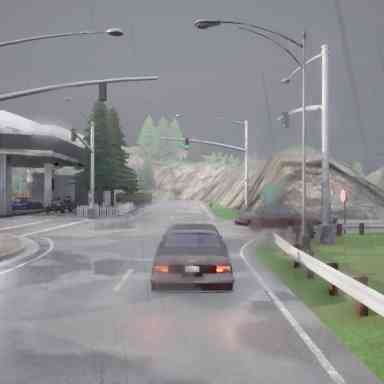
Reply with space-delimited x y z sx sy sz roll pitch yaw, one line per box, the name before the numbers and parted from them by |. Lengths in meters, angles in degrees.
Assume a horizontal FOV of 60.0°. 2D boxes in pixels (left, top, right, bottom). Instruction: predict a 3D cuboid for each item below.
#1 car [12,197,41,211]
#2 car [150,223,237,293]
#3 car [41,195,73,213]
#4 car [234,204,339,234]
car | -20.220 1.480 40.846 2.242 1.667 4.611 0 0 -1
car | 0.004 1.547 8.980 2.033 1.411 5.357 0 0 0
car | -14.515 1.313 36.567 1.905 1.878 3.866 0 0 -1
car | 5.005 1.386 17.986 5.357 1.411 2.033 -1 0 31
